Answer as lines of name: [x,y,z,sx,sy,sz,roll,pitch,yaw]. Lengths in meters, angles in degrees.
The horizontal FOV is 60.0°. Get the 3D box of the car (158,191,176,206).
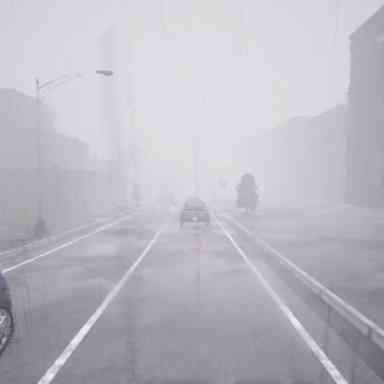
car: [-3.385,0.853,46.108,2.150,2.045,5.566,0,0,1]

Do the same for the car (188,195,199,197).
car: [0.218,1.153,42.409,2.128,1.511,4.902,0,0,0]

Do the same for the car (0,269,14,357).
car: [-3.592,1.347,2.819,2.097,1.767,4.553,0,0,0]

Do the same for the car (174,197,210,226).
car: [0.175,1.349,22.027,2.128,1.511,4.902,0,1,0]
